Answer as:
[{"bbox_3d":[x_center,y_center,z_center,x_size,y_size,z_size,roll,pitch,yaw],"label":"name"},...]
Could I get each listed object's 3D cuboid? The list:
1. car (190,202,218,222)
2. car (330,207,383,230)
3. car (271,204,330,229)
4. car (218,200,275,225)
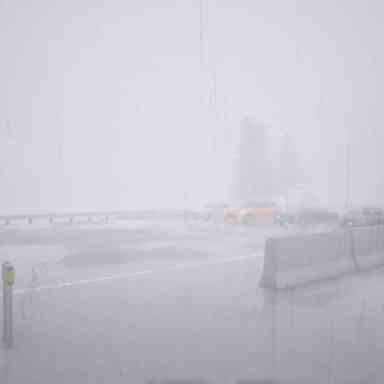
[{"bbox_3d":[2.034,1.573,26.936,4.674,1.442,1.812,0,0,-35],"label":"car"},{"bbox_3d":[10.674,1.621,20.196,4.181,1.385,1.994,0,0,-35],"label":"car"},{"bbox_3d":[7.809,1.655,22.455,4.718,1.301,1.895,0,0,-35],"label":"car"},{"bbox_3d":[4.501,1.400,24.395,4.553,1.767,2.097,0,0,-35],"label":"car"}]
